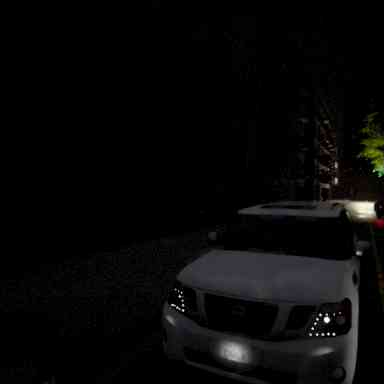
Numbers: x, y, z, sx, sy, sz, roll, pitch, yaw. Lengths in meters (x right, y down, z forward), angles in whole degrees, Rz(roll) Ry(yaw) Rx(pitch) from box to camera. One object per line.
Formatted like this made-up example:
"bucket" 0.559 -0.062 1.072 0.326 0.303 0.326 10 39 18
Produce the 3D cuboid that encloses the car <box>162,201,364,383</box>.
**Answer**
"car" 1.686 1.220 5.704 2.150 2.045 5.566 0 0 27

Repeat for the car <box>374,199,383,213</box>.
"car" 22.080 1.569 38.256 1.994 1.385 4.181 0 0 27

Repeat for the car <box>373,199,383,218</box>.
"car" 17.351 1.355 29.149 2.097 1.767 4.553 0 0 27
